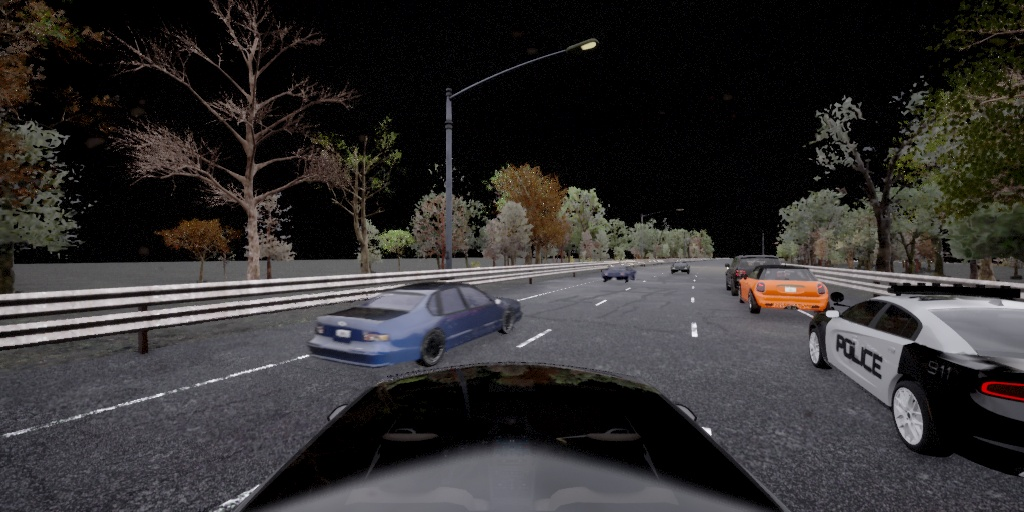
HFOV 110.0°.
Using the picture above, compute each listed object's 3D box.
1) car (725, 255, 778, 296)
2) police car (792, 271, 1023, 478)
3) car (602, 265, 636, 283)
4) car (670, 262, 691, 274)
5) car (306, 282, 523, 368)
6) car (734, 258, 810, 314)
[{"bbox_3d":[12.599,0.978,18.755,2.150,2.045,5.566,0,0,27],"label":"car"},{"bbox_3d":[5.596,1.175,4.682,1.930,1.638,5.238,0,0,26],"label":"police car"},{"bbox_3d":[8.503,1.357,28.114,1.895,1.301,4.718,0,0,28],"label":"car"},{"bbox_3d":[19.238,1.369,40.818,1.895,1.301,4.718,0,0,28],"label":"car"},{"bbox_3d":[-1.617,1.296,8.025,2.033,1.411,5.357,0,0,26],"label":"car"},{"bbox_3d":[9.899,1.102,13.415,2.097,1.767,4.553,0,0,27],"label":"car"}]
